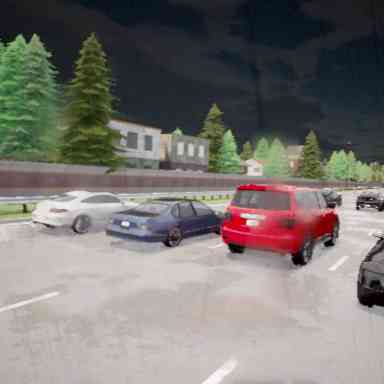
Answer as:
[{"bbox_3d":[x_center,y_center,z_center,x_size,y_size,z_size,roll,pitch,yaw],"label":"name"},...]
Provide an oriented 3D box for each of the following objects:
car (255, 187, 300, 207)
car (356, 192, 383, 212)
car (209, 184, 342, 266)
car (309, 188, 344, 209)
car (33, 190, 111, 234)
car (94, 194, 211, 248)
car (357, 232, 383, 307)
[{"bbox_3d":[7.663,0.368,29.453,2.033,1.411,5.357,5,4,34],"label":"car"},{"bbox_3d":[14.969,0.746,27.737,1.837,1.490,4.892,5,4,35],"label":"car"},{"bbox_3d":[3.021,0.802,10.420,2.150,2.045,5.566,5,4,35],"label":"car"},{"bbox_3d":[12.073,0.515,29.687,1.837,1.490,4.892,5,4,35],"label":"car"},{"bbox_3d":[-3.737,0.669,12.959,1.812,1.442,4.674,5,4,35],"label":"car"},{"bbox_3d":[-0.466,0.911,11.553,2.033,1.411,5.357,5,4,35],"label":"car"},{"bbox_3d":[4.682,1.409,6.720,1.994,1.385,4.181,5,4,35],"label":"car"}]
